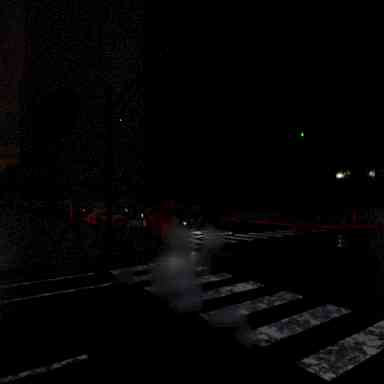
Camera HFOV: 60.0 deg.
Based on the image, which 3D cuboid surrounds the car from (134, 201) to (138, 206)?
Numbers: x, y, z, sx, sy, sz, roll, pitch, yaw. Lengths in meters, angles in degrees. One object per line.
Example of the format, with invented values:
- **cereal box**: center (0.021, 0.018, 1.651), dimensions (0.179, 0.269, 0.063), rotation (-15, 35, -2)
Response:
- **car**: center (-5.273, 2.001, 37.774), dimensions (1.802, 1.307, 4.206), rotation (-1, 0, -35)

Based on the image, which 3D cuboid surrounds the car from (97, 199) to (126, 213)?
- **car**: center (-11.163, 1.871, 46.074), dimensions (2.192, 1.841, 5.009), rotation (-1, 0, -35)

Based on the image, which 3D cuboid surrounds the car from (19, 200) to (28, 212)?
- **car**: center (-23.330, 2.155, 48.437), dimensions (1.967, 1.590, 4.097), rotation (-1, 0, -35)

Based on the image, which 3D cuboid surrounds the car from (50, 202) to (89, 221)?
- **car**: center (-12.007, 2.002, 32.507), dimensions (2.008, 1.369, 4.403), rotation (-1, 0, -35)

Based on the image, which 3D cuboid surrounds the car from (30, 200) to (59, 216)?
- **car**: center (-17.673, 1.899, 40.473), dimensions (2.192, 1.841, 5.009), rotation (-1, 0, -35)

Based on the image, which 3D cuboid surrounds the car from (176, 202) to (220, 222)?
- **car**: center (0.611, 1.825, 29.474), dimensions (1.887, 1.381, 4.507), rotation (-1, 0, -35)

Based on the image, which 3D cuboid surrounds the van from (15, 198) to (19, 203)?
- **van**: center (-26.163, 2.121, 52.420), dimensions (1.690, 1.788, 3.998), rotation (-1, 0, -35)

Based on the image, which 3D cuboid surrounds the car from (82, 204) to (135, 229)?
- **car**: center (-6.248, 1.841, 24.404), dimensions (1.752, 1.417, 4.829), rotation (-1, 0, -35)

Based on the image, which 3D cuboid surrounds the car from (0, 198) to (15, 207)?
- **car**: center (-41.269, 2.665, 73.681), dimensions (1.887, 1.381, 4.507), rotation (-1, 0, -35)

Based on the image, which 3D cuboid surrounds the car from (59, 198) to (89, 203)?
- **car**: center (-13.731, 1.752, 39.566), dimensions (2.150, 2.045, 5.566), rotation (0, -1, -35)

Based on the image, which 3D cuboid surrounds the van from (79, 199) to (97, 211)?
- **van**: center (-17.047, 2.034, 54.374), dimensions (1.690, 1.788, 3.998), rotation (-1, 0, -35)

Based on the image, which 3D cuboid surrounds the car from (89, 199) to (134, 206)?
- **car**: center (-7.575, 1.739, 30.889), dimensions (2.097, 1.767, 4.553), rotation (0, -1, -35)

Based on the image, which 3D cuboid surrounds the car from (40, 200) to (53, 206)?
- **car**: center (-34.724, 2.657, 79.190), dimensions (1.947, 1.339, 4.313), rotation (-1, 0, -35)

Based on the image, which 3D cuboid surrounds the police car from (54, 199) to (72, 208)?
- **police car**: center (-25.434, 2.304, 65.449), dimensions (1.930, 1.638, 5.238), rotation (0, -1, -35)

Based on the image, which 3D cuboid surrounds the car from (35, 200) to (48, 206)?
- **car**: center (-37.738, 2.706, 83.430), dimensions (2.008, 1.369, 4.403), rotation (-1, 0, -35)

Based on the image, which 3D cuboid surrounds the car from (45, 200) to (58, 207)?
- **car**: center (-31.710, 2.591, 74.949), dimensions (1.947, 1.339, 4.313), rotation (-1, 0, -35)

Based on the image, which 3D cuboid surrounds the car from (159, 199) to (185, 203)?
- **car**: center (-2.337, 1.665, 33.624), dimensions (2.192, 1.841, 5.009), rotation (-1, 0, -35)

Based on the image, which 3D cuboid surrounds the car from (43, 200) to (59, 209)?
- **car**: center (-26.975, 2.387, 63.706), dimensions (1.837, 1.490, 4.892), rotation (0, -1, -35)

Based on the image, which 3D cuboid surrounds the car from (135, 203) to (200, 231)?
- **car**: center (-1.820, 1.756, 22.826), dimensions (1.837, 1.490, 4.892), rotation (0, -1, -35)

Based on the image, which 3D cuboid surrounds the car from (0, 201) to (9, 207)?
- **car**: center (-44.382, 2.769, 78.064), dimensions (1.802, 1.307, 4.206), rotation (-1, 0, -35)

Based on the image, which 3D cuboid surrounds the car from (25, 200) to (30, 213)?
- **car**: center (-20.498, 2.194, 44.455), dimensions (1.887, 1.381, 4.507), rotation (-1, 0, -35)
